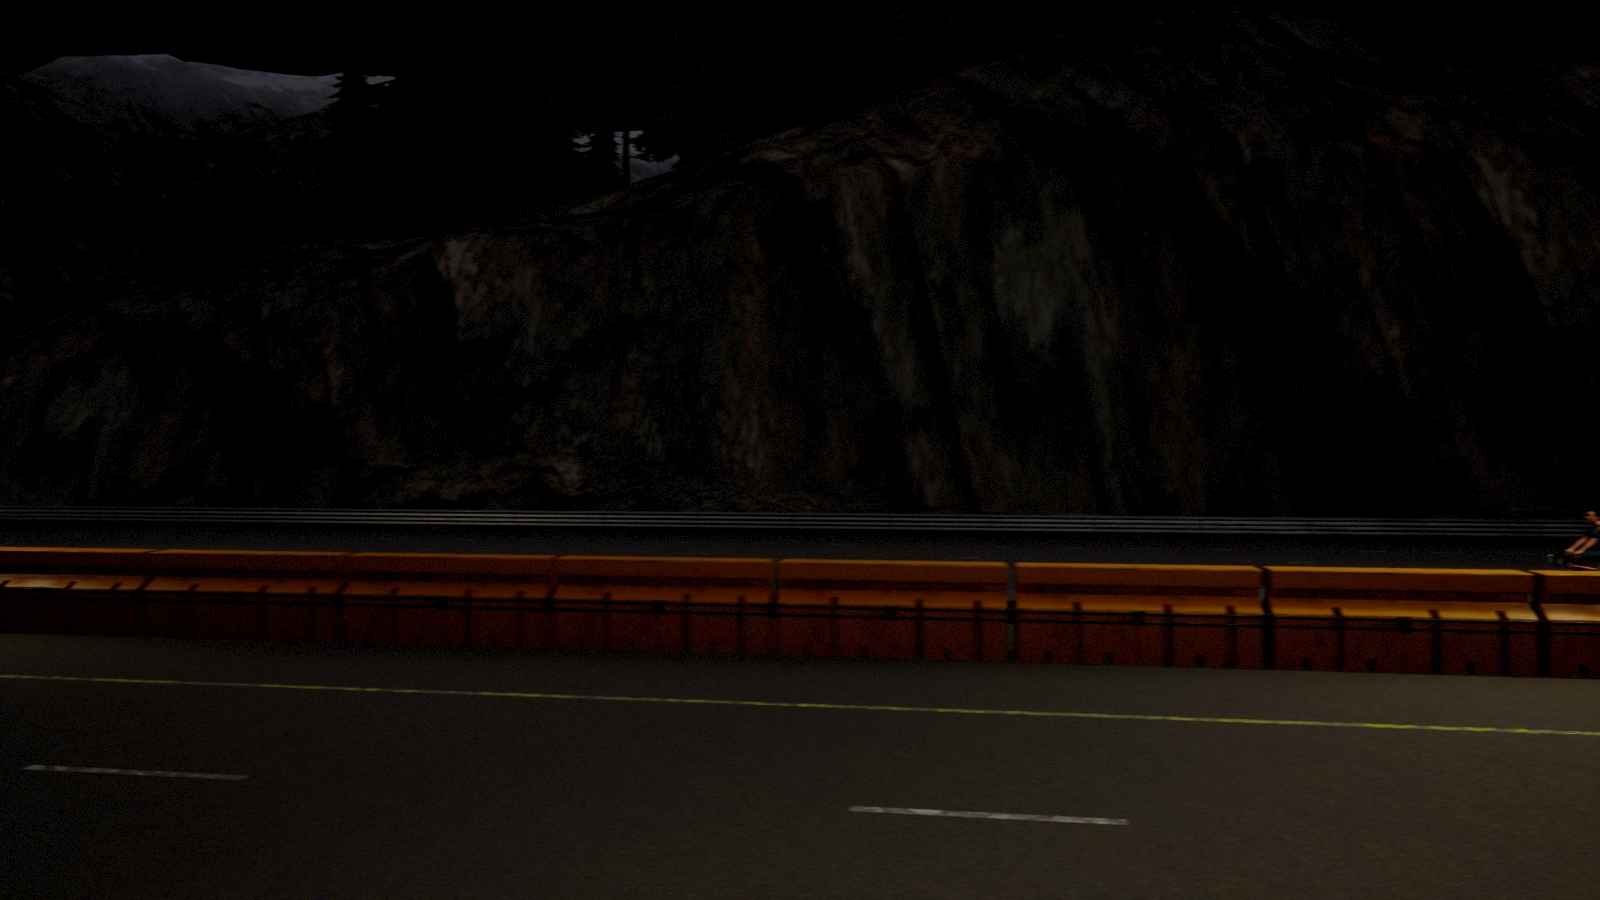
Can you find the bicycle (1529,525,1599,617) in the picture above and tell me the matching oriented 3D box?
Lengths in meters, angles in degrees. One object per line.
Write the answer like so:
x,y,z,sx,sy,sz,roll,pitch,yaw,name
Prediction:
13.272,2.032,19.243,1.643,1.514,0.373,0,0,9,bicycle
